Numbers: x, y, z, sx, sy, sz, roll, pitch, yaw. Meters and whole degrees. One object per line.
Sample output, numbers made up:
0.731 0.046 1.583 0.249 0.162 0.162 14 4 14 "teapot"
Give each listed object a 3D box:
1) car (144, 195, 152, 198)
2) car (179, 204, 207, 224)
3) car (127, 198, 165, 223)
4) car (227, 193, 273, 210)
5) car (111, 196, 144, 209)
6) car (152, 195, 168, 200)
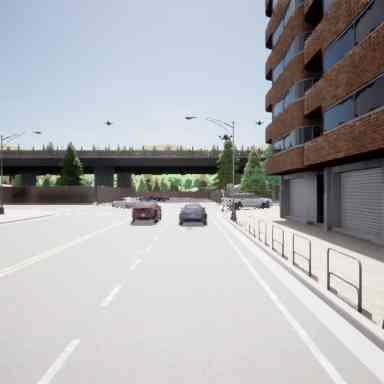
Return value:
-10.500 1.524 73.162 1.812 1.442 4.674 0 0 0 "car"
0.078 1.564 24.516 1.994 1.385 4.181 0 0 0 "car"
-3.431 1.478 25.799 1.882 1.535 5.008 0 0 0 "car"
7.063 1.181 41.123 5.566 2.045 2.150 -1 -1 -5 "car"
-9.101 1.508 45.290 4.674 1.442 1.812 0 -1 40 "car"
-7.000 1.553 73.598 1.994 1.385 4.181 0 0 0 "car"
